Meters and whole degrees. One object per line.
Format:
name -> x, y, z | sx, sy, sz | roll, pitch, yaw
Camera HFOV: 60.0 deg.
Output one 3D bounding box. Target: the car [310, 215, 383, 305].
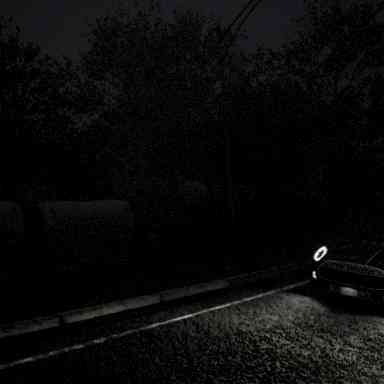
car -> 4.787, 1.355, 7.923 | 4.553, 1.767, 2.097 | 0, 0, -39
